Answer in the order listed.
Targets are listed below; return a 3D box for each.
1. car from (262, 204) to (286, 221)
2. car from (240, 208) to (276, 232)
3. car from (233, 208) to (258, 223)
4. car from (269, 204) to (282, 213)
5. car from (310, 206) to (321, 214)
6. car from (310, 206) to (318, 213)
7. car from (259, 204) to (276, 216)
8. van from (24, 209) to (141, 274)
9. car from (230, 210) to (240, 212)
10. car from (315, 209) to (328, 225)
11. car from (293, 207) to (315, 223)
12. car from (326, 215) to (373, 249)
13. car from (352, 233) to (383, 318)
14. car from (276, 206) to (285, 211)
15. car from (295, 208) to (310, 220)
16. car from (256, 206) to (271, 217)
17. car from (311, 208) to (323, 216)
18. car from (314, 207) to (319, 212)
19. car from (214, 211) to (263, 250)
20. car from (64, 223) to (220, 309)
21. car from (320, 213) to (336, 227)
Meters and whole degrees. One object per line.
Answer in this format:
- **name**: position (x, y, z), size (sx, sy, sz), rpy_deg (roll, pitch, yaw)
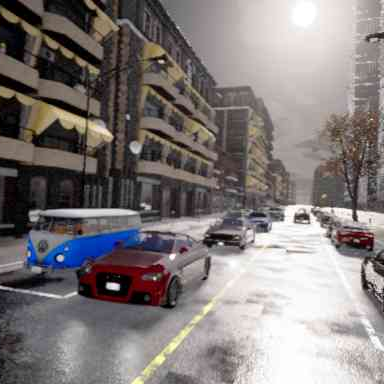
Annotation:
- **car**: position (10.233, 2.593, 40.742), size (2.097, 1.767, 4.553), rpy_deg (2, -1, 19)
- **car**: position (5.311, 2.270, 26.485), size (1.812, 1.442, 4.674), rpy_deg (2, -1, 19)
- **car**: position (5.901, 2.526, 36.300), size (2.008, 1.369, 4.403), rpy_deg (3, -1, 19)
- **car**: position (18.398, 3.581, 73.216), size (2.192, 1.841, 5.009), rpy_deg (3, -1, 19)
- **car**: position (28.105, 4.152, 75.795), size (1.967, 1.590, 4.097), rpy_deg (3, -1, 19)
- **car**: position (31.673, 4.523, 86.342), size (1.967, 1.590, 4.097), rpy_deg (3, -1, 19)
- **car**: position (13.048, 3.027, 57.397), size (2.192, 1.841, 5.009), rpy_deg (3, -1, 19)
- **van**: position (-3.004, 1.403, 9.938), size (1.690, 1.788, 3.998), rpy_deg (3, -1, 19)
- **car**: position (4.117, 2.358, 31.027), size (1.947, 1.339, 4.313), rpy_deg (3, -1, 19)
- **car**: position (13.833, 2.788, 33.608), size (2.008, 1.369, 4.403), rpy_deg (3, -1, 19)
- **car**: position (12.992, 2.814, 39.233), size (2.128, 1.511, 4.902), rpy_deg (2, -1, 19)
- **car**: position (8.483, 2.233, 17.787), size (1.887, 1.381, 4.507), rpy_deg (3, -1, 19)
- **car**: position (4.915, 1.889, 7.242), size (1.947, 1.339, 4.313), rpy_deg (3, -1, 19)
- **car**: position (23.734, 4.387, 89.032), size (1.947, 1.339, 4.313), rpy_deg (3, -1, 19)
- **car**: position (16.319, 3.171, 49.083), size (1.837, 1.490, 4.892), rpy_deg (2, -1, 19)
- **car**: position (11.198, 3.047, 51.959), size (1.752, 1.417, 4.829), rpy_deg (3, -1, 19)
- **car**: position (24.533, 3.893, 65.246), size (2.008, 1.369, 4.403), rpy_deg (3, -1, 19)
- **car**: position (17.456, 3.135, 44.316), size (1.752, 1.417, 4.829), rpy_deg (3, -1, 19)
- **car**: position (2.133, 1.966, 17.092), size (2.033, 1.411, 5.357), rpy_deg (2, -1, 19)
- **car**: position (-0.874, 1.676, 8.223), size (1.994, 1.385, 4.181), rpy_deg (2, -1, 18)
- **car**: position (10.266, 2.421, 23.061), size (2.008, 1.369, 4.403), rpy_deg (3, -1, 19)
